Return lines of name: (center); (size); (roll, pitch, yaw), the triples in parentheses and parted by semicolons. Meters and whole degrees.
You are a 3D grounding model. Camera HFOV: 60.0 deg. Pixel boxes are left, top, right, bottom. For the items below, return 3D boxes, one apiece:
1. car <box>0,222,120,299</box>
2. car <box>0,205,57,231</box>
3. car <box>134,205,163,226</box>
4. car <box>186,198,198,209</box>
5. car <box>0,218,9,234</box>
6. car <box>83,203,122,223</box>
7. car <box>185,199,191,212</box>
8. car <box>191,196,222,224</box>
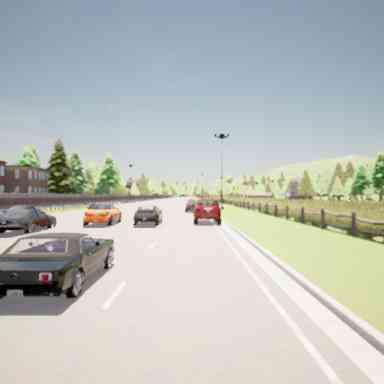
car: (-3.401, 1.697, 8.652); (1.895, 1.301, 4.718); (0, -1, 0)
car: (-10.408, 1.779, 20.973); (2.033, 1.411, 5.357); (0, -1, 0)
car: (-3.409, 1.783, 26.414); (2.128, 1.511, 4.902); (0, -1, 0)
car: (-0.019, 2.001, 59.019); (2.097, 1.767, 4.553); (0, -1, 0)
car: (-6.902, 1.619, 8.410); (1.812, 1.442, 4.674); (0, -1, 0)
car: (-6.909, 1.640, 26.165); (2.097, 1.767, 4.553); (0, -1, 0)
car: (0.002, 2.037, 46.449); (1.812, 1.442, 4.674); (0, -1, 0)
car: (1.215, 1.527, 27.502); (2.150, 2.045, 5.566); (0, -1, 0)
